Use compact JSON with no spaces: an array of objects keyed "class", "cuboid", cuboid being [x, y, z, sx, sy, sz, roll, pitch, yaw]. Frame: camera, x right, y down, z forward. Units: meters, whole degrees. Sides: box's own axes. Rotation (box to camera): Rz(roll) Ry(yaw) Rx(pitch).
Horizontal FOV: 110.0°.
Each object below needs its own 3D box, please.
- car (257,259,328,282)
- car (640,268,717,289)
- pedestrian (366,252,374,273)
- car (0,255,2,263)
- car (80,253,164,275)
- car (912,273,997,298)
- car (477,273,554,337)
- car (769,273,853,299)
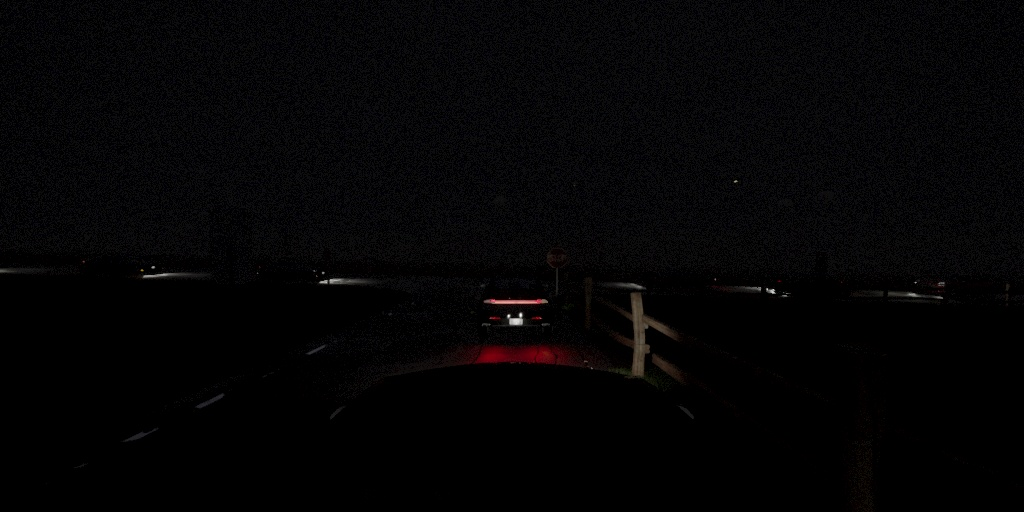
[{"class":"car","cuboid":[-14.889,0.923,24.486,4.181,1.385,1.994,2,3,0]},{"class":"car","cuboid":[12.675,1.657,27.363,5.357,1.411,2.033,2,3,0]},{"class":"pedestrian","cuboid":[-12.093,0.527,30.438,0.375,1.860,0.375,0,1,0]},{"class":"car","cuboid":[-38.858,-0.214,24.540,5.566,2.045,2.150,2,3,0]},{"class":"car","cuboid":[-26.548,0.535,24.508,4.181,1.385,1.994,2,3,-1]},{"class":"car","cuboid":[33.597,2.106,27.288,4.553,1.767,2.097,2,3,0]},{"class":"car","cuboid":[0.075,1.234,10.328,2.128,1.511,4.902,0,0,0]},{"class":"car","cuboid":[20.290,1.977,24.405,4.902,1.511,2.128,2,3,0]}]
